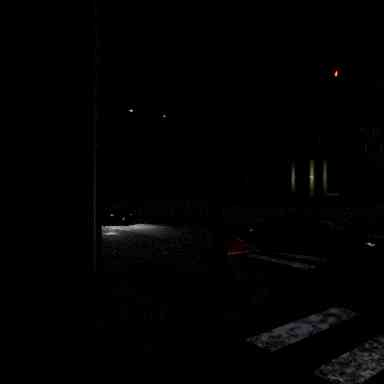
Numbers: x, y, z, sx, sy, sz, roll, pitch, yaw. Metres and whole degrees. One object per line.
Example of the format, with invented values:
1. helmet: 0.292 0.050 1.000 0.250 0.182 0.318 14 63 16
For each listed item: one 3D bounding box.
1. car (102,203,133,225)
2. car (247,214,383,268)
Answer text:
1. car: -5.966 1.533 24.247 1.812 1.442 4.674 0 0 -36
2. car: 4.143 1.528 11.546 4.674 1.442 1.812 0 0 41
